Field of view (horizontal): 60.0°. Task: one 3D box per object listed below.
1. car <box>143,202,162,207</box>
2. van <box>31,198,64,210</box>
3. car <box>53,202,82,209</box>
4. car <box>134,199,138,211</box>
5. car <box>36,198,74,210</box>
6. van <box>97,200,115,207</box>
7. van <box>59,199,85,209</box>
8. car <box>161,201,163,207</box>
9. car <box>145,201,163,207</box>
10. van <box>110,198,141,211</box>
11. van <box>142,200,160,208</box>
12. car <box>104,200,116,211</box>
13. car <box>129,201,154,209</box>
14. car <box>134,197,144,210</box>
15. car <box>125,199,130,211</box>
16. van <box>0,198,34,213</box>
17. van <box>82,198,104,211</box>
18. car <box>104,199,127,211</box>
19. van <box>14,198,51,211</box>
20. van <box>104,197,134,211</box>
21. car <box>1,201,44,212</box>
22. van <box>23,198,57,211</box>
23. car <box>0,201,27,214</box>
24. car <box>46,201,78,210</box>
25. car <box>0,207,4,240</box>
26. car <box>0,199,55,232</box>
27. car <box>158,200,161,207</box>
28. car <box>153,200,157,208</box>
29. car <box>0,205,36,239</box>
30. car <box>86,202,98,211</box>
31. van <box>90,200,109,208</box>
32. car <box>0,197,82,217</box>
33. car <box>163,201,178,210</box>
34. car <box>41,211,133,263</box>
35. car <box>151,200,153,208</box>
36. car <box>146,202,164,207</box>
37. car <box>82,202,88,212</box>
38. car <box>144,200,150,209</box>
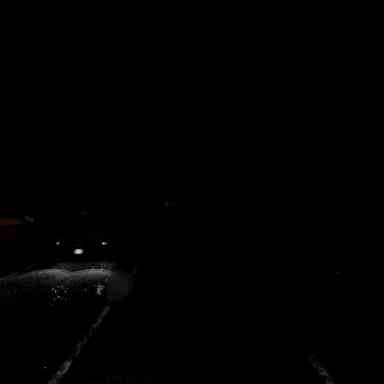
[{"bbox_3d":[-10.364,3.307,87.539,4.792,1.488,2.163,0,-2,0],"label":"car"},{"bbox_3d":[-23.534,1.993,54.263,4.442,1.987,1.878,0,-2,0],"label":"van"},{"bbox_3d":[-23.414,2.527,62.687,4.674,1.452,2.002,0,-2,0],"label":"car"},{"bbox_3d":[-10.367,2.013,45.942,4.792,1.488,2.163,0,-1,0],"label":"car"},{"bbox_3d":[-23.388,2.056,57.033,5.566,2.045,2.435,0,-2,0],"label":"car"},{"bbox_3d":[-23.306,3.145,90.398,4.442,1.987,1.878,0,-2,0],"label":"van"},{"bbox_3d":[-23.533,2.346,65.338,4.442,1.987,1.878,0,-2,0],"label":"van"},{"bbox_3d":[-10.306,3.130,81.989,4.792,1.488,2.163,0,-2,0],"label":"car"},{"bbox_3d":[-10.366,3.242,90.316,4.553,1.767,2.185,0,-2,0],"label":"car"},{"bbox_3d":[-10.220,1.904,51.474,4.442,1.987,1.878,0,-2,0],"label":"van"},{"bbox_3d":[-10.452,2.963,84.772,4.442,1.987,1.878,0,-2,0],"label":"van"},{"bbox_3d":[-10.344,1.765,32.057,5.008,1.535,2.097,0,-1,0],"label":"car"},{"bbox_3d":[-10.330,2.661,68.116,4.892,1.521,2.231,0,-2,0],"label":"car"},{"bbox_3d":[-10.366,1.791,48.700,5.566,2.045,2.435,0,-2,0],"label":"car"},{"bbox_3d":[-10.340,1.936,40.384,4.674,1.452,2.002,0,-1,0],"label":"car"},{"bbox_3d":[-23.301,1.717,43.327,4.442,1.987,1.878,0,-1,0],"label":"van"},{"bbox_3d":[-10.455,1.496,29.285,4.442,1.987,1.878,0,-1,0],"label":"van"},{"bbox_3d":[-10.308,1.882,37.607,4.792,1.488,2.163,0,-1,0],"label":"car"},{"bbox_3d":[-23.301,1.817,48.718,4.442,1.987,1.878,0,-1,0],"label":"van"},{"bbox_3d":[-10.221,1.714,43.164,4.442,1.987,1.878,0,-1,0],"label":"van"},{"bbox_3d":[-23.422,1.986,46.093,5.008,1.535,2.097,0,-1,0],"label":"car"},{"bbox_3d":[-23.533,1.909,51.619,4.442,1.987,1.878,0,-2,0],"label":"van"},{"bbox_3d":[-23.233,1.896,40.556,5.366,1.575,1.946,0,-1,0],"label":"car"},{"bbox_3d":[-23.411,2.399,59.918,5.008,1.535,2.097,0,-2,0],"label":"car"},{"bbox_3d":[-10.345,1.487,12.634,4.892,1.521,2.231,0,-1,0],"label":"car"},{"bbox_3d":[-10.370,1.425,18.184,4.553,1.767,2.185,0,-1,0],"label":"car"},{"bbox_3d":[-10.150,2.833,73.665,5.366,1.575,1.946,0,-2,0],"label":"car"},{"bbox_3d":[-10.151,2.568,65.341,5.366,1.575,1.946,0,-2,0],"label":"car"},{"bbox_3d":[-10.346,1.514,15.406,5.008,1.535,2.097,0,-1,0],"label":"car"},{"bbox_3d":[-10.341,1.718,26.505,4.674,1.452,2.002,0,-1,0],"label":"car"},{"bbox_3d":[-23.531,2.966,84.845,4.442,1.987,1.878,0,-2,0],"label":"van"},{"bbox_3d":[-10.311,1.340,20.958,5.566,2.045,2.435,0,-1,0],"label":"car"},{"bbox_3d":[-3.343,2.272,55.712,1.882,1.535,5.008,0,-2,0],"label":"car"},{"bbox_3d":[-3.355,1.585,11.845,1.994,1.385,4.181,0,0,0],"label":"car"},{"bbox_3d":[-10.305,2.357,62.570,4.553,1.767,2.185,0,-2,0],"label":"car"},{"bbox_3d":[-10.328,3.463,93.089,4.892,1.521,2.231,0,-2,0],"label":"car"},{"bbox_3d":[-10.368,1.664,23.730,4.792,1.488,2.163,0,-1,0],"label":"car"},{"bbox_3d":[-10.331,2.306,57.016,5.008,1.535,2.097,0,-2,0],"label":"car"}]
